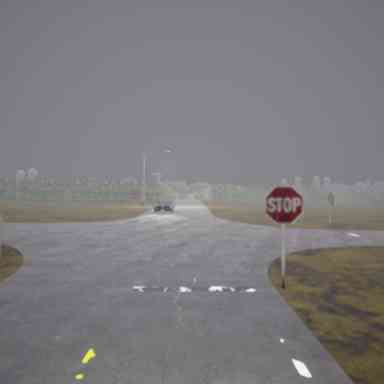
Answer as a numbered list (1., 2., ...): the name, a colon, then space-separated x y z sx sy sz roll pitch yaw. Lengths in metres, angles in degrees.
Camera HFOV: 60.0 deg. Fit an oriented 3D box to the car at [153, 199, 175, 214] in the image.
1. car: -2.720 1.417 33.189 1.895 1.301 4.718 0 0 0
